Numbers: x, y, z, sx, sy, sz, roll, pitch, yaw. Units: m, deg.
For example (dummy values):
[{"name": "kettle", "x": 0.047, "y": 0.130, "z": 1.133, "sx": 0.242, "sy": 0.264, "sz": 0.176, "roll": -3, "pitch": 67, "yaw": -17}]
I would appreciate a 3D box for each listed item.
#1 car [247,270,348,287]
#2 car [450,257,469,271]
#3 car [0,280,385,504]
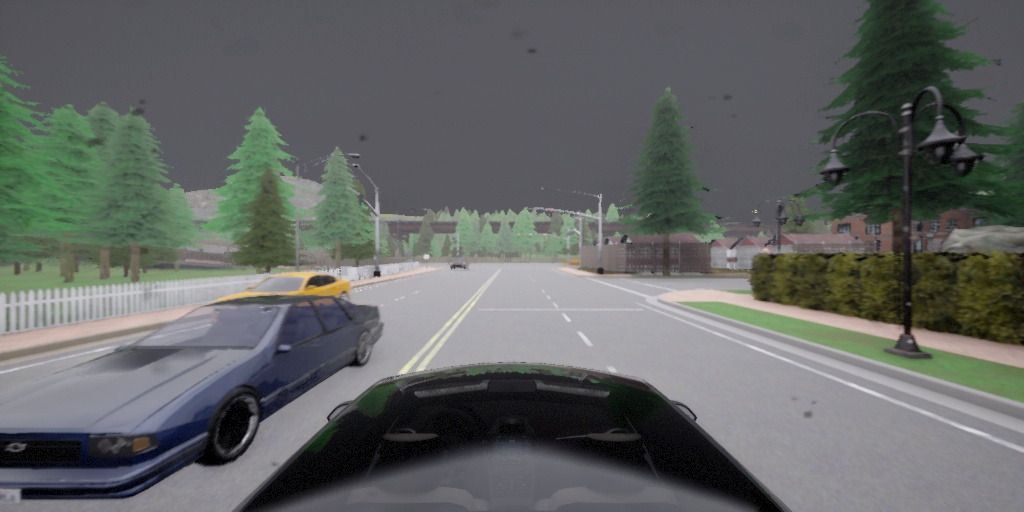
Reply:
[{"name": "car", "x": -6.995, "y": 1.269, "z": 11.521, "sx": 1.882, "sy": 1.535, "sz": 5.008, "roll": 0, "pitch": 1, "yaw": 0}, {"name": "car", "x": -6.981, "y": 0.940, "z": 47.885, "sx": 2.097, "sy": 1.767, "sz": 4.553, "roll": 0, "pitch": 0, "yaw": 0}, {"name": "car", "x": -3.563, "y": 1.295, "z": 5.175, "sx": 2.033, "sy": 1.411, "sz": 5.357, "roll": 0, "pitch": 0, "yaw": 0}]
